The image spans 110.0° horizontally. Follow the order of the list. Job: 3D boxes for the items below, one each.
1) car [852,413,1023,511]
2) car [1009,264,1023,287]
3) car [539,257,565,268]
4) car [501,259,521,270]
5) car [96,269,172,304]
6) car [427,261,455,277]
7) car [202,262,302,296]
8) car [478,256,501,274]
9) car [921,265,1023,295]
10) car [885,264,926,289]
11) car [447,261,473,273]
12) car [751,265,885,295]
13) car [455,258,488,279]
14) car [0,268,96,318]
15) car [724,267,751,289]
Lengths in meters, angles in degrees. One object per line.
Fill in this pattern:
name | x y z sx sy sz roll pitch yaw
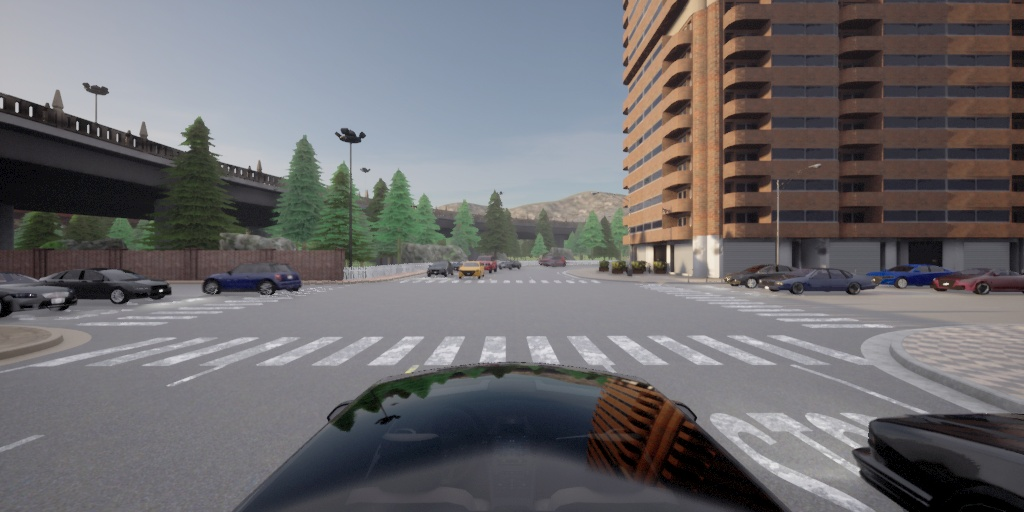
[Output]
car | 3.591 1.298 0.287 2.033 1.411 5.357 0 0 0
car | 36.071 1.296 23.196 4.902 1.511 2.128 0 0 0
car | 7.282 1.311 62.642 4.181 1.385 1.994 0 0 -42
car | -0.267 1.239 52.492 2.128 1.511 4.902 0 0 26
car | -18.145 1.310 16.027 4.892 1.490 1.837 0 0 -1
car | -6.935 1.253 35.225 1.837 1.490 4.892 0 0 2
car | -13.982 1.157 19.355 4.553 1.767 2.097 0 0 5
car | -3.136 0.969 42.496 2.150 2.045 5.566 0 0 7
car | 25.884 1.369 19.714 4.181 1.385 1.994 0 0 1
car | 25.887 1.282 23.217 5.008 1.535 1.882 0 0 0
car | -6.292 1.312 44.115 1.994 1.385 4.181 0 0 9
car | 16.655 1.352 19.698 5.357 1.411 2.033 0 0 0
car | -3.606 1.226 32.573 1.882 1.535 5.008 0 0 1
car | -18.288 1.296 12.508 4.902 1.511 2.128 0 0 0
car | 16.405 1.309 23.218 4.892 1.490 1.837 0 0 0
